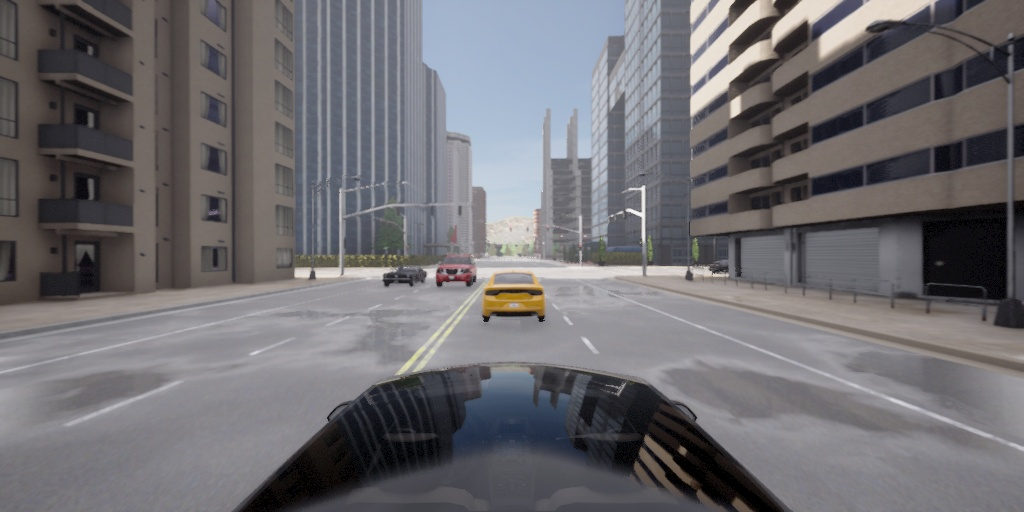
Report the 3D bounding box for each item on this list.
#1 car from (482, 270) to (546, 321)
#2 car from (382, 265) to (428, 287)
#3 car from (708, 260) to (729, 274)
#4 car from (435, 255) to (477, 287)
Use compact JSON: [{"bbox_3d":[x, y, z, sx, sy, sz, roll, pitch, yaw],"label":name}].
[{"bbox_3d":[0.048,1.200,12.356,1.882,1.535,5.008,0,0,0],"label":"car"},{"bbox_3d":[-7.119,1.305,24.216,1.895,1.301,4.718,0,0,0],"label":"car"},{"bbox_3d":[22.844,1.116,36.764,4.902,1.511,2.128,0,0,0],"label":"car"},{"bbox_3d":[-3.620,0.916,24.198,2.150,2.045,5.566,0,0,0],"label":"car"}]
